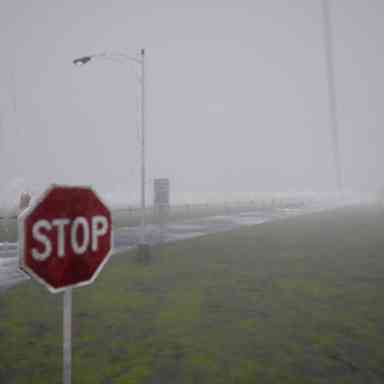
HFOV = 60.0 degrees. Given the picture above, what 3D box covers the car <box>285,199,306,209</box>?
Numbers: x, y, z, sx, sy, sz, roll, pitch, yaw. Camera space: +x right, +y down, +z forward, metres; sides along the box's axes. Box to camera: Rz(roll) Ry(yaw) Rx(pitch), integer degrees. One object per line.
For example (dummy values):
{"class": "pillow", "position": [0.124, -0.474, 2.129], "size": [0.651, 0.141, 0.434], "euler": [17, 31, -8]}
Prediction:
{"class": "car", "position": [15.374, 1.700, 49.101], "size": [2.033, 1.411, 5.357], "euler": [0, 0, 34]}
